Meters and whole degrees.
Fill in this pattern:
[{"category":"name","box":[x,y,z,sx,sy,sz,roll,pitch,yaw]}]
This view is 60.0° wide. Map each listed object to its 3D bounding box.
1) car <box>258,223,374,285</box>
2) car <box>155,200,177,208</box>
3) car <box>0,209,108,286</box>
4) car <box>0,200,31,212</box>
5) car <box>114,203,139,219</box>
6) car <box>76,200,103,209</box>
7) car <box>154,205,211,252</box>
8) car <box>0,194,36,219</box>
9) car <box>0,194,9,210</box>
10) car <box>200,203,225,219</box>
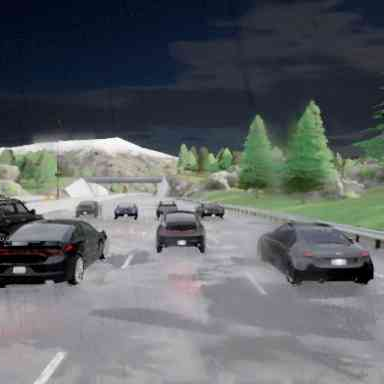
[{"category":"car","box":[3.250,1.560,9.548,1.994,1.385,4.181,0,0,-2]},{"category":"car","box":[-2.328,1.504,30.530,2.128,1.511,4.902,0,0,-8]},{"category":"car","box":[-3.737,1.487,9.467,1.882,1.535,5.008,0,0,-2]},{"category":"car","box":[-21.722,1.652,41.073,1.895,1.301,4.718,0,0,-8]},{"category":"car","box":[-5.634,1.619,29.016,1.895,1.301,4.718,0,0,-8]},{"category":"car","box":[-9.403,1.531,30.608,1.837,1.490,4.892,0,0,-8]},{"category":"car","box":[-0.518,1.510,13.950,1.837,1.490,4.892,0,0,-4]},{"category":"car","box":[-7.410,1.238,12.463,2.150,2.045,5.566,0,0,-4]},{"category":"car","box":[-25.395,1.283,42.042,2.150,2.045,5.566,0,0,-8]},{"category":"car","box":[1.430,1.606,28.993,1.895,1.301,4.718,0,0,-8]}]
